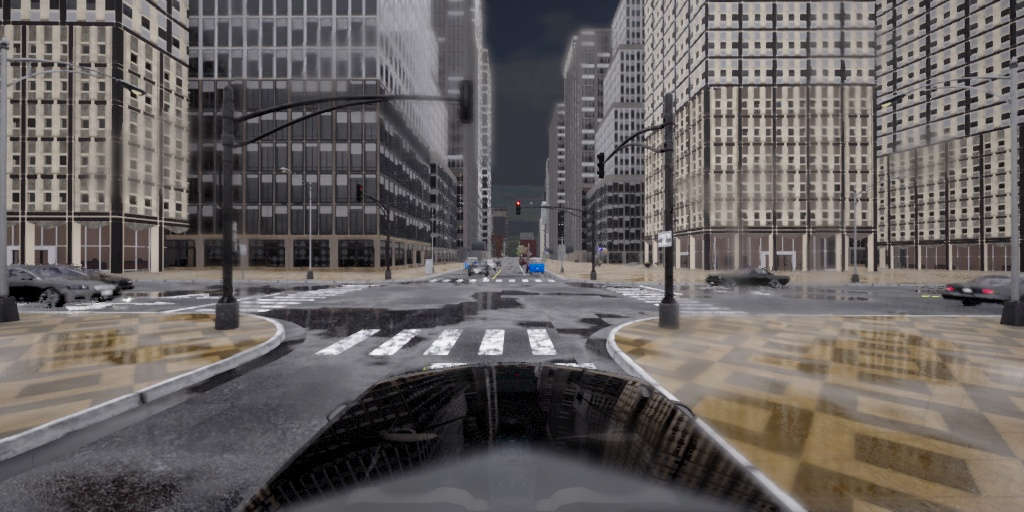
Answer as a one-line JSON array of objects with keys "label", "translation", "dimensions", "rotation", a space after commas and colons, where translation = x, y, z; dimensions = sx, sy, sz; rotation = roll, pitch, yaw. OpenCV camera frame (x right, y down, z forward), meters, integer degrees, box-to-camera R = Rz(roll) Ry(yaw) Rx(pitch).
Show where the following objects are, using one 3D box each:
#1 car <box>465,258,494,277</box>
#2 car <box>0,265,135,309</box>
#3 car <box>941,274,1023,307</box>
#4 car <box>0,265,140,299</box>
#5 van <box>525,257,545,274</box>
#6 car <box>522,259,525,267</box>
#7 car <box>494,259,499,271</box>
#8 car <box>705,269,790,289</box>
[{"label": "car", "translation": [-3.232, 1.241, 35.655], "dimensions": [2.128, 1.511, 4.902], "rotation": [0, 0, 0]}, {"label": "car", "translation": [-17.639, 1.094, 13.391], "dimensions": [4.902, 1.511, 2.128], "rotation": [0, 0, -1]}, {"label": "car", "translation": [20.511, 1.429, 14.219], "dimensions": [5.357, 1.411, 2.033], "rotation": [0, 0, -1]}, {"label": "car", "translation": [-20.969, 1.139, 16.572], "dimensions": [5.357, 1.411, 2.033], "rotation": [0, 0, -1]}, {"label": "van", "translation": [2.686, 1.090, 39.822], "dimensions": [1.690, 1.789, 3.998], "rotation": [0, 0, 0]}, {"label": "car", "translation": [2.618, 1.294, 45.360], "dimensions": [1.888, 1.381, 4.507], "rotation": [0, 0, 0]}, {"label": "car", "translation": [-3.176, 1.275, 48.736], "dimensions": [1.812, 1.442, 4.674], "rotation": [0, 0, 1]}, {"label": "car", "translation": [15.652, 1.497, 24.034], "dimensions": [4.718, 1.301, 1.895], "rotation": [0, 0, -1]}]
